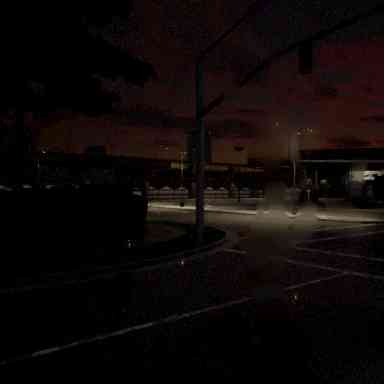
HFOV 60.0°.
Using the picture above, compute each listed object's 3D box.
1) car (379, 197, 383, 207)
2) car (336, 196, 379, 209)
[{"bbox_3d":[25.378,1.456,47.192,1.970,1.475,3.806,0,0,-35],"label":"car"},{"bbox_3d":[21.112,1.295,43.268,2.242,1.667,4.611,0,0,-35],"label":"car"}]
